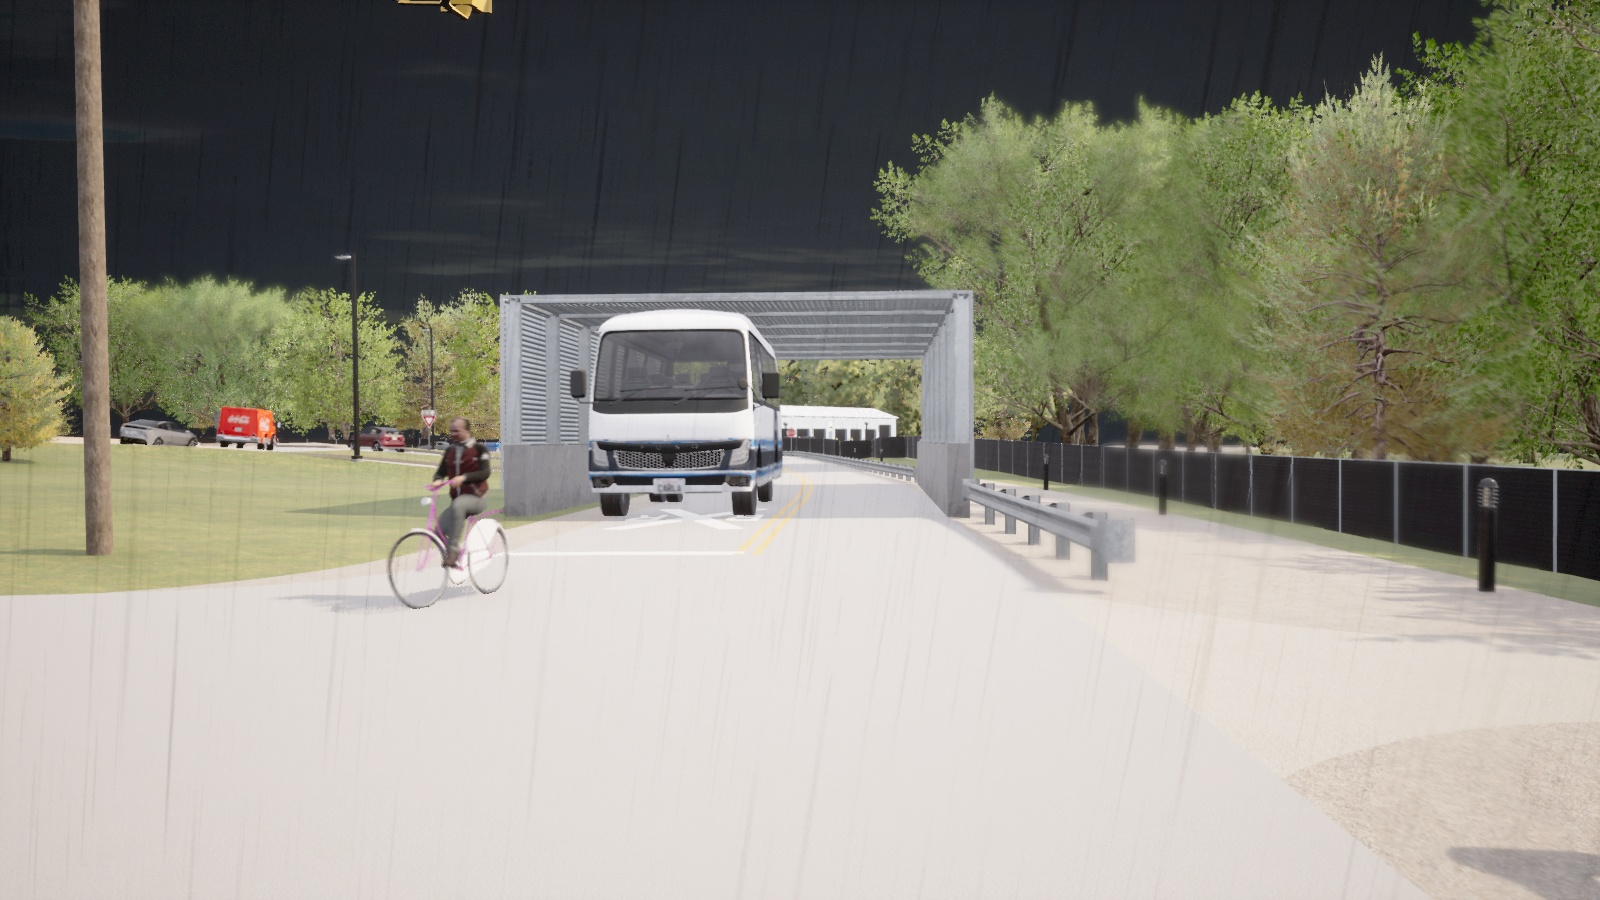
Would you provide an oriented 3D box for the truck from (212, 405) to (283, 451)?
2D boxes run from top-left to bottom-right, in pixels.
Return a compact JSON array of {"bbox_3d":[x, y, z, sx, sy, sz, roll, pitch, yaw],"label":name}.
[{"bbox_3d":[-34.099,-1.330,77.686,2.627,2.467,5.204,4,-2,-9],"label":"truck"}]

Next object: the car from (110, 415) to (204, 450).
[{"bbox_3d":[-32.994,-0.871,64.627,2.007,1.525,4.514,7,1,6],"label":"car"}]

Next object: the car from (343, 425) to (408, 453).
[{"bbox_3d":[-24.884,-0.652,73.585,3.705,1.549,1.789,3,1,38],"label":"car"}]

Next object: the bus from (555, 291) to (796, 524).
[{"bbox_3d":[-2.311,-0.805,28.193,3.944,4.253,10.273,0,0,2],"label":"bus"}]

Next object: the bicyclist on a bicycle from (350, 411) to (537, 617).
[{"bbox_3d":[-3.293,0.555,11.791,0.659,1.776,1.843,-3,-1,20],"label":"bicyclist on a bicycle"}]
